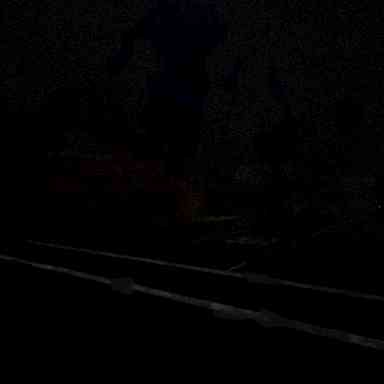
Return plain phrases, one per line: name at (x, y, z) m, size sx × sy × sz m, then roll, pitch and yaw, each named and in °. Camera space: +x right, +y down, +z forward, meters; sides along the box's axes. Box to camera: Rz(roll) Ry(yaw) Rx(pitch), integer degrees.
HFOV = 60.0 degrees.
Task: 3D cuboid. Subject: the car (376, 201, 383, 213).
car at (22.169, 1.652, 37.690) m, size 1.895 × 1.301 × 4.718 m, roll 0°, pitch 0°, yaw 34°
